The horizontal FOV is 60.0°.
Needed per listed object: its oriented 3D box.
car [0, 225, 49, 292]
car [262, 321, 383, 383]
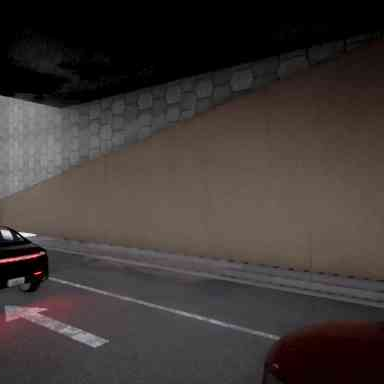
[{"bbox_3d":[-5.305,1.491,7.728,4.902,1.511,2.128,0,0,35],"label":"car"},{"bbox_3d":[2.702,1.526,1.957,4.674,1.442,1.812,0,0,36],"label":"car"}]
